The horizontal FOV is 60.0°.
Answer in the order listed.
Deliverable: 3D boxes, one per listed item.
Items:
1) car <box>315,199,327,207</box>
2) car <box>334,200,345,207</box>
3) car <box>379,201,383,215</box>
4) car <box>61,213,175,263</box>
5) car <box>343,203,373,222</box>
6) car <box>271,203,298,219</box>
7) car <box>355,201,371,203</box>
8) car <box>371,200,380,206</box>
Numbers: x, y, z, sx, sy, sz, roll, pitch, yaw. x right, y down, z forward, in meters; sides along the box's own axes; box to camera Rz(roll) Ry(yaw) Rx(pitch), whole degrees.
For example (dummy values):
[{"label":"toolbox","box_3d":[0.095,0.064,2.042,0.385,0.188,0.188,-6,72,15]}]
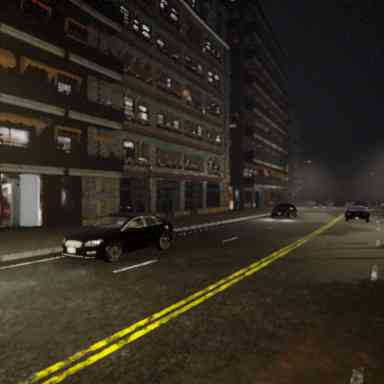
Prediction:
[{"label":"car","box_3d":[25.196,2.162,64.685,1.837,1.490,4.892,0,-1,25]},{"label":"car","box_3d":[28.152,2.214,63.333,1.994,1.385,4.181,0,-1,25]},{"label":"car","box_3d":[23.259,1.947,38.669,1.837,1.490,4.892,0,0,28]},{"label":"car","box_3d":[-2.542,1.587,12.550,2.128,1.511,4.902,0,-1,30]},{"label":"car","box_3d":[14.994,1.931,30.007,1.895,1.301,4.718,0,-1,28]},{"label":"car","box_3d":[9.374,1.842,33.478,1.837,1.490,4.892,0,-1,29]},{"label":"car","box_3d":[23.719,1.987,46.670,1.882,1.535,5.008,0,-1,27]},{"label":"car","box_3d":[36.924,2.252,66.847,2.128,1.511,4.902,0,-1,24]}]
